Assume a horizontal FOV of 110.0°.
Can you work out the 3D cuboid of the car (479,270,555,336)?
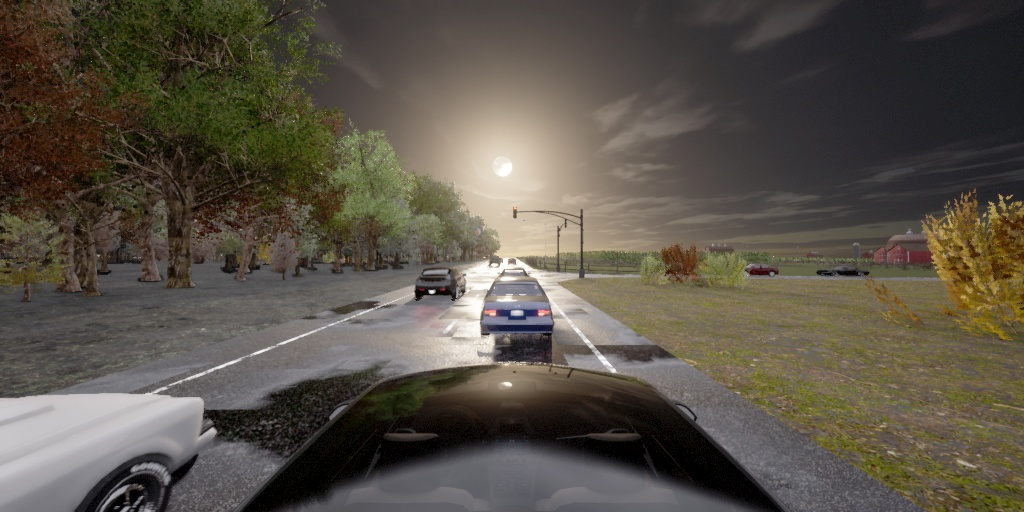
[{"bbox_3d":[0.105,1.300,10.387,2.033,1.411,5.357,0,0,0],"label":"car"}]

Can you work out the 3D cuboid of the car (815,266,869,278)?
[{"bbox_3d":[38.286,1.826,41.651,4.718,1.301,1.895,1,-1,1],"label":"car"}]

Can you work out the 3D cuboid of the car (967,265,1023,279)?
[{"bbox_3d":[51.435,1.909,37.956,4.718,1.301,1.895,1,-1,1],"label":"car"}]

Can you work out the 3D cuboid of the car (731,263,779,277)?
[{"bbox_3d":[28.132,1.592,41.704,5.008,1.535,1.882,1,-1,0],"label":"car"}]

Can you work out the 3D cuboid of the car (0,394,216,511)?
[{"bbox_3d":[-3.400,1.351,0.807,1.895,1.301,4.718,0,0,0],"label":"car"}]

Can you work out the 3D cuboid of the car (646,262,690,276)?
[{"bbox_3d":[18.101,1.357,41.782,4.553,1.767,2.097,1,-1,1],"label":"car"}]

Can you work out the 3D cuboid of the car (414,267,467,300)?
[{"bbox_3d":[-3.393,1.258,17.610,1.837,1.490,4.892,0,0,0],"label":"car"}]

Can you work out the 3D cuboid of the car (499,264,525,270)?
[{"bbox_3d":[0.114,1.318,19.629,1.994,1.385,4.181,0,0,0],"label":"car"}]
